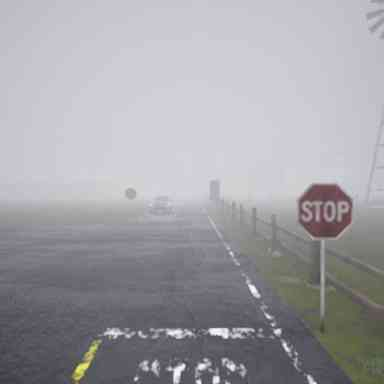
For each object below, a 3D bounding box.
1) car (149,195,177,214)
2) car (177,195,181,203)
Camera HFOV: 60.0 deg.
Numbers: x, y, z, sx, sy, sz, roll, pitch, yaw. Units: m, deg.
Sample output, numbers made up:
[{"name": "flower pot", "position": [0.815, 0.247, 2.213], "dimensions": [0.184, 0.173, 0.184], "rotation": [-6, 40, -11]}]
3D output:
[{"name": "car", "position": [-2.769, 1.087, 31.011], "dimensions": [2.097, 1.767, 4.553], "rotation": [0, 0, 0]}, {"name": "car", "position": [-2.781, 1.116, 55.611], "dimensions": [1.895, 1.301, 4.718], "rotation": [0, 0, 0]}]
